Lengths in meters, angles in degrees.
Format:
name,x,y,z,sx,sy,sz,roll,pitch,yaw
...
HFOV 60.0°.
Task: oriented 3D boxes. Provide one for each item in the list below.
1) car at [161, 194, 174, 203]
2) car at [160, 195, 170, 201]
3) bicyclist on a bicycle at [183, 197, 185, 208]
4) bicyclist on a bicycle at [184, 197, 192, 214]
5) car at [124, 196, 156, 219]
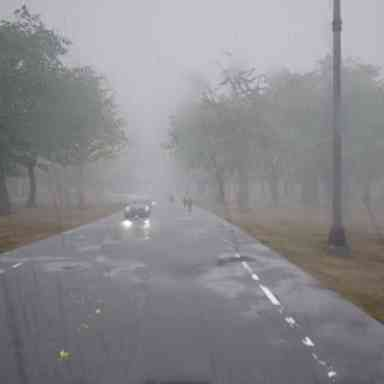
name,x,y,z,sx,sy,sz,roll,pitch,yaw
car,-4.897,1.255,69.118,2.097,1.767,4.553,0,0,-8
car,-6.347,1.466,78.676,1.895,1.301,4.718,-1,0,-9
bicyclist on a bicycle,-0.905,1.407,42.200,0.582,1.620,1.656,0,0,-5
bicyclist on a bicycle,-0.207,1.419,33.159,0.582,1.620,1.656,0,0,-4
car,-4.501,1.339,28.584,2.097,1.767,4.553,0,0,-3
